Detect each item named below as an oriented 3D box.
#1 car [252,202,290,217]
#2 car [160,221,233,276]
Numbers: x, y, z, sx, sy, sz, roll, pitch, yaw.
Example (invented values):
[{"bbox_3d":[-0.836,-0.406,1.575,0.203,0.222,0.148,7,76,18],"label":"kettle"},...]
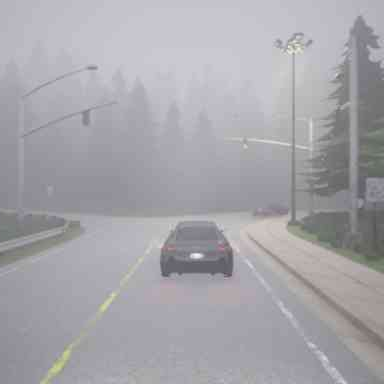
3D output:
[{"bbox_3d":[7.646,1.618,31.962,4.181,1.385,1.994,0,0,-44],"label":"car"},{"bbox_3d":[0.145,1.582,10.390,1.994,1.385,4.181,0,0,1],"label":"car"}]
